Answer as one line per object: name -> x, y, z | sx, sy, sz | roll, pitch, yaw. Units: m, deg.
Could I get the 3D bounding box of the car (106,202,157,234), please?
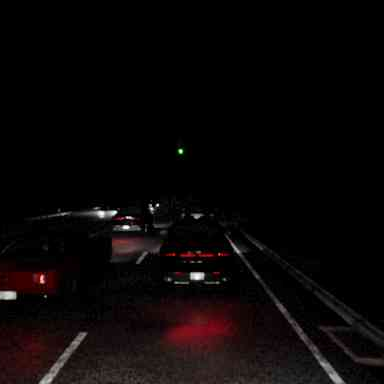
car -> -3.382, 1.560, 19.512 | 1.837, 1.490, 4.892 | 0, 0, 0

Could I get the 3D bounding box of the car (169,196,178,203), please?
car -> -3.985, 1.691, 74.130 | 1.812, 1.442, 4.674 | 0, 0, -2

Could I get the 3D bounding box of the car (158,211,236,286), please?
car -> 0.108, 1.538, 9.495 | 1.837, 1.490, 4.892 | 0, 0, 0

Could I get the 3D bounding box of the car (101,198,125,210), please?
car -> -10.577, 1.708, 43.943 | 1.895, 1.301, 4.718 | 0, 0, 0

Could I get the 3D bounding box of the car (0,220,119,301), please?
car -> -3.392, 1.631, 8.383 | 1.895, 1.301, 4.718 | 0, 0, 0

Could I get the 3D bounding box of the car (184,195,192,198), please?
car -> -0.486, 1.699, 74.226 | 1.812, 1.442, 4.674 | 0, 0, -2

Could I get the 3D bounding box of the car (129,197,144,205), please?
car -> -10.742, 1.701, 64.864 | 2.033, 1.411, 5.357 | 0, 0, -1

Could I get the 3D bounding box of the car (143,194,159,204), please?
car -> -7.137, 1.352, 54.289 | 2.150, 2.045, 5.566 | 0, 0, 0

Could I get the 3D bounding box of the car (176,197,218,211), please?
car -> 0.499, 1.408, 20.208 | 2.097, 1.767, 4.553 | 0, 0, 6

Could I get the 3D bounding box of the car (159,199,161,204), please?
car -> -7.261, 1.703, 65.781 | 2.033, 1.411, 5.357 | 0, 0, -1

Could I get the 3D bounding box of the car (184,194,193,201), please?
car -> -0.965, 1.459, 84.342 | 2.097, 1.767, 4.553 | 0, 0, -3

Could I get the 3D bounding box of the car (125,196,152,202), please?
car -> -7.067, 1.600, 44.429 | 2.128, 1.511, 4.902 | 0, 0, 1

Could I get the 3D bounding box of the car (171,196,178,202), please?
car -> -4.461, 1.628, 84.176 | 1.812, 1.442, 4.674 | 0, 0, -3
